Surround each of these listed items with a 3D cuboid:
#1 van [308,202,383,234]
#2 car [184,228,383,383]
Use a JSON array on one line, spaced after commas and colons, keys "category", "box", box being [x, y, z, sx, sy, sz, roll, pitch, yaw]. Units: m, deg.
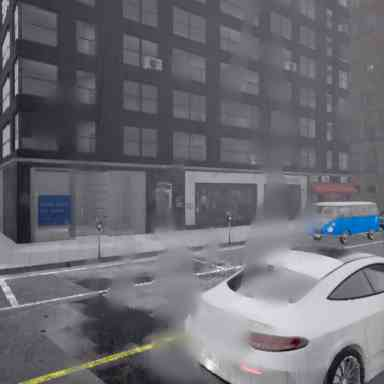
[{"category": "van", "box": [7.074, 1.342, 15.444, 3.998, 1.788, 1.690, 0, 0, -36]}, {"category": "car", "box": [2.067, 1.525, 4.782, 4.674, 1.442, 1.812, 0, 0, -35]}]
